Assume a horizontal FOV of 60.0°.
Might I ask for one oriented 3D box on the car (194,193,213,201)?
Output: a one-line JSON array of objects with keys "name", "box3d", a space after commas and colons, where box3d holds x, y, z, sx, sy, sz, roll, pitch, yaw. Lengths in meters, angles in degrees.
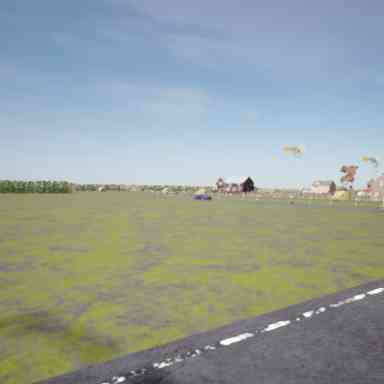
[{"name": "car", "box3d": [2.136, 0.947, 64.770, 1.994, 1.385, 4.181, 1, 0, -36]}]
